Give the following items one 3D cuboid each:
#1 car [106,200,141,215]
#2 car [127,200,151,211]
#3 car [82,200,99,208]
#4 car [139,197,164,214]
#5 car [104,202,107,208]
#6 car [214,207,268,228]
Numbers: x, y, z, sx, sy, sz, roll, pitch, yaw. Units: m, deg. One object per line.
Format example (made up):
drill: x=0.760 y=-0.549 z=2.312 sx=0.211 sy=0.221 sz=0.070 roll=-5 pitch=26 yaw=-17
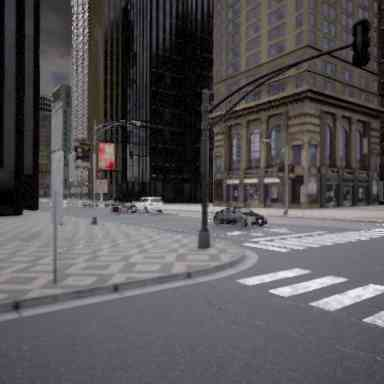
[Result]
car: x=-8.403 y=2.024 z=40.613 sx=1.994 sy=1.385 sz=4.181 roll=0 pitch=-1 yaw=-35
car: x=-8.385 y=2.103 z=52.063 sx=1.837 sy=1.490 sz=4.892 roll=0 pitch=-1 yaw=-35
car: x=-18.603 y=2.199 z=60.930 sx=2.128 sy=1.511 sz=4.902 roll=0 pitch=-1 yaw=-35
car: x=-5.709 y=1.704 z=42.760 sx=2.150 sy=2.045 sz=5.566 roll=0 pitch=-1 yaw=-35
car: x=-14.437 y=2.205 z=60.506 sx=1.837 sy=1.490 sz=4.892 roll=0 pitch=-1 yaw=-35
car: x=3.423 y=1.784 z=23.920 sx=1.994 sy=1.385 sz=4.181 roll=0 pitch=-1 yaw=-35
